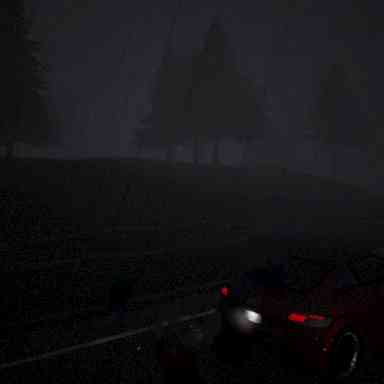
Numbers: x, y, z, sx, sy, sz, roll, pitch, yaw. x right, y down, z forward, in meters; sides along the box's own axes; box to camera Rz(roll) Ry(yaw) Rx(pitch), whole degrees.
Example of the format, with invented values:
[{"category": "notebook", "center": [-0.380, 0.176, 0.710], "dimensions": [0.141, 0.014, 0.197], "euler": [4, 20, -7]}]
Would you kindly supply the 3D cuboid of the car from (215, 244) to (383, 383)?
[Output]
[{"category": "car", "center": [2.410, 1.587, 5.467], "dimensions": [4.181, 1.385, 1.994], "euler": [0, 0, -35]}]
